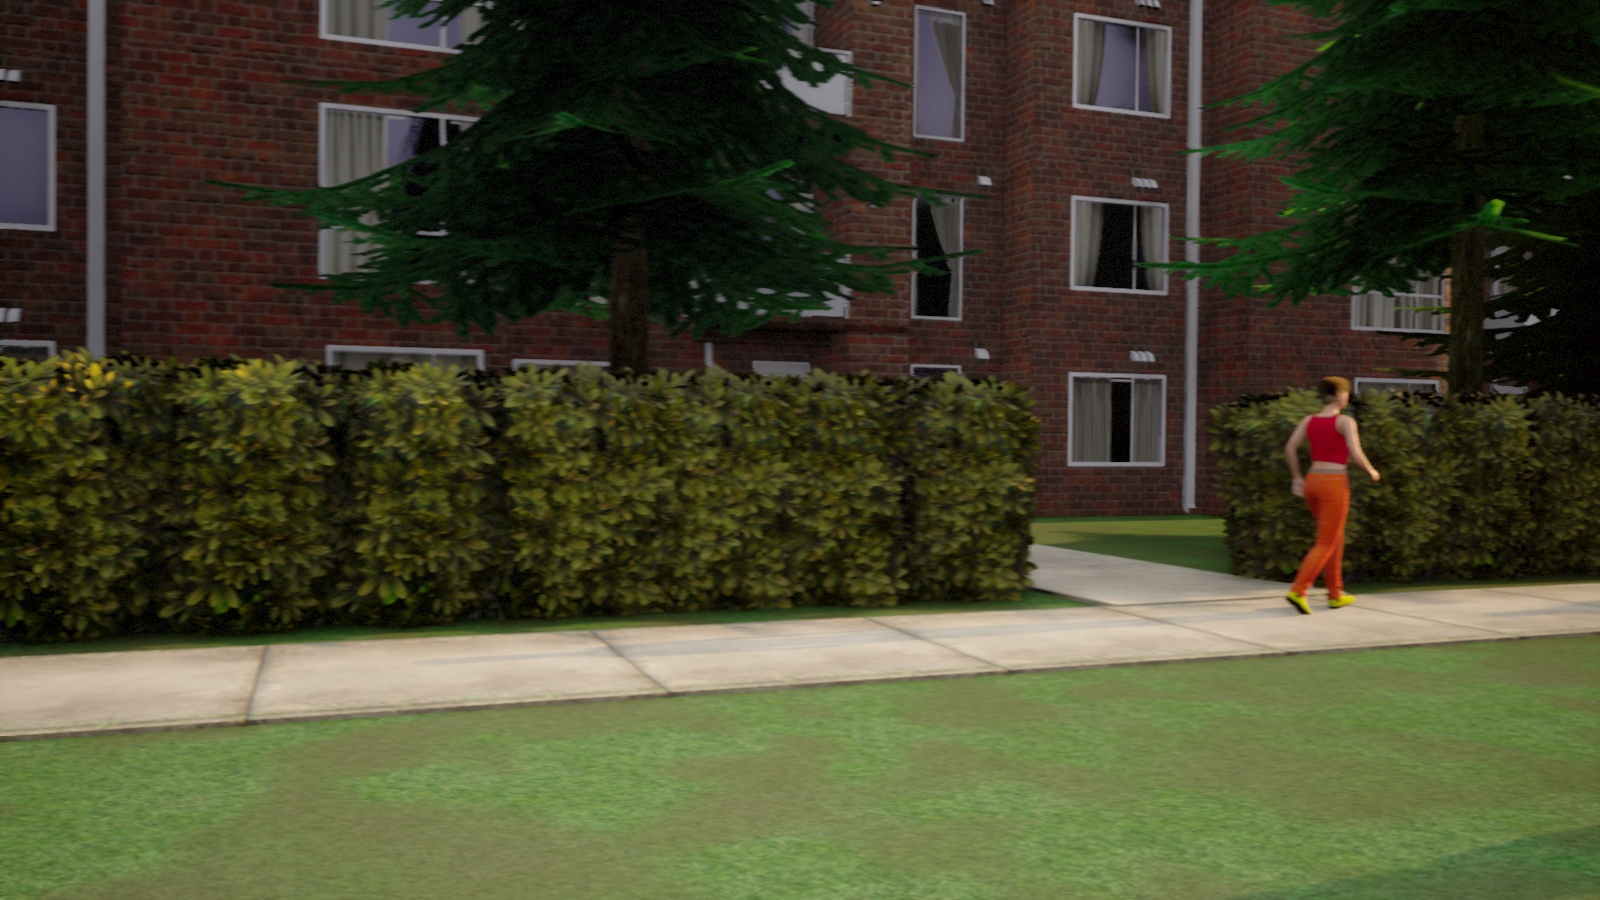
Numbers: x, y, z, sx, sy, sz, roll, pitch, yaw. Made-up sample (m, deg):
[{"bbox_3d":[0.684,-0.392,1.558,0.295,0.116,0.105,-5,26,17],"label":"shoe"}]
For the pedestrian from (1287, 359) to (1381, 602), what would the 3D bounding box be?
[{"bbox_3d":[4.131,0.224,9.718,0.594,1.836,0.345,-1,1,-20],"label":"pedestrian"}]
